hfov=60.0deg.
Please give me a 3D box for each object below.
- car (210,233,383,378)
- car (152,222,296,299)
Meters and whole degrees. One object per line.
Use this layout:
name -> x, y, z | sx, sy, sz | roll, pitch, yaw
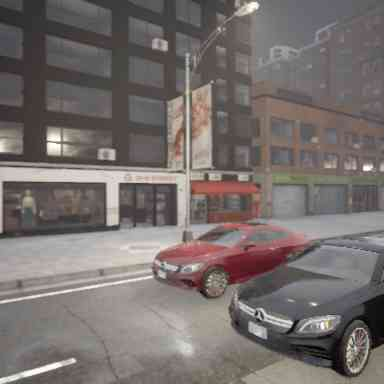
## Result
car -> 2.741, 1.526, 5.643 | 4.674, 1.442, 1.812 | 0, 0, -35
car -> 1.240, 1.526, 8.566 | 4.674, 1.442, 1.812 | 0, 0, -36
